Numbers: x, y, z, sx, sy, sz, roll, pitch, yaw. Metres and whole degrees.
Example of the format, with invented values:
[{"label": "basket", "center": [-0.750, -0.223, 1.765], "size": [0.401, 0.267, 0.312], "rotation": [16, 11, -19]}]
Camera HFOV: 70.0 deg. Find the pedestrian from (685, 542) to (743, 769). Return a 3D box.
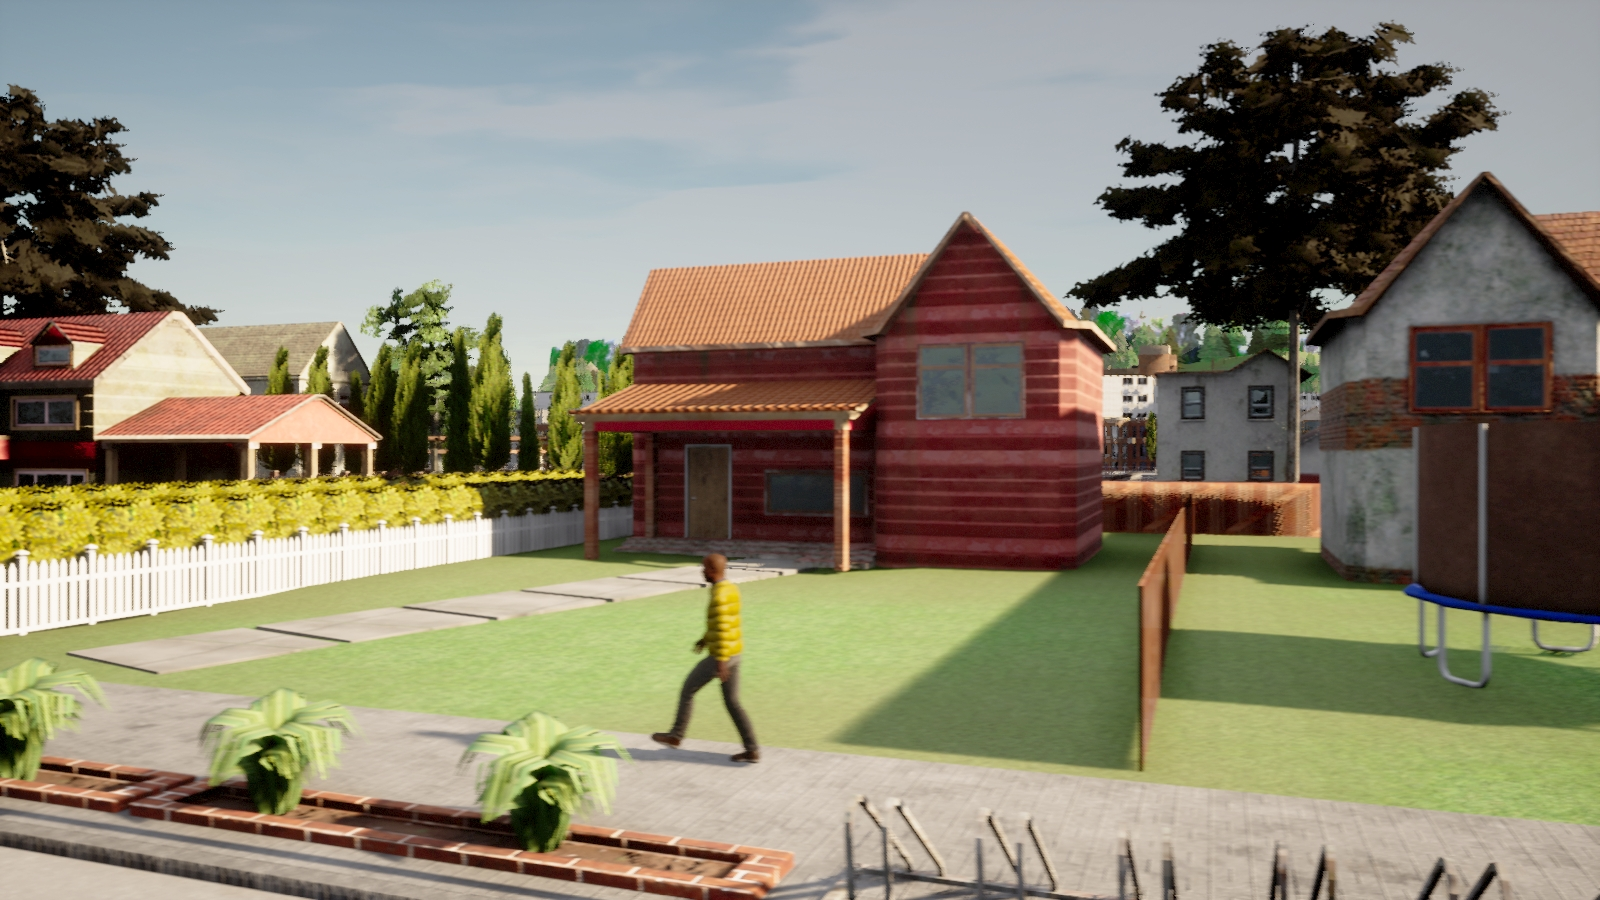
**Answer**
[{"label": "pedestrian", "center": [-0.737, 1.741, 9.809], "size": [0.375, 1.860, 0.375], "rotation": [0, 0, 19]}]
